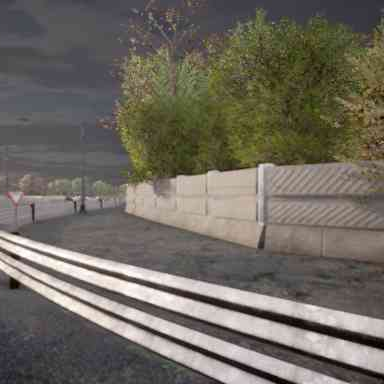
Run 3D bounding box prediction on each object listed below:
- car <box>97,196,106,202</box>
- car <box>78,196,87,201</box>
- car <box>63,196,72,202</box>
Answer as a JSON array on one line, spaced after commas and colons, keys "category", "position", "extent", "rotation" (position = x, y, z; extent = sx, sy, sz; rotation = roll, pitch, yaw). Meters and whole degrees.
[{"category": "car", "position": [-23.216, 1.732, 85.601], "extent": [1.812, 1.442, 4.674], "rotation": [0, 0, -6]}, {"category": "car", "position": [-28.161, 1.779, 85.473], "extent": [1.994, 1.385, 4.181], "rotation": [0, 0, -22]}, {"category": "car", "position": [-31.474, 1.735, 84.345], "extent": [1.837, 1.490, 4.892], "rotation": [0, 0, -22]}]
